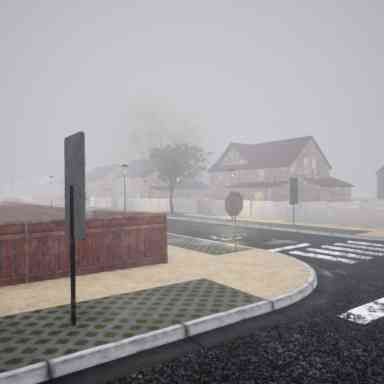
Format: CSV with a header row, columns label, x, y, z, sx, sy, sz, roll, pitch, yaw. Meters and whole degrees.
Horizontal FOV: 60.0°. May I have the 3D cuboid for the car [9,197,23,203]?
label,x,y,z,sx,sy,sz,roll,pitch,yaw
car,-41.266,1.981,78.637,1.994,1.385,4.181,-1,0,-37
